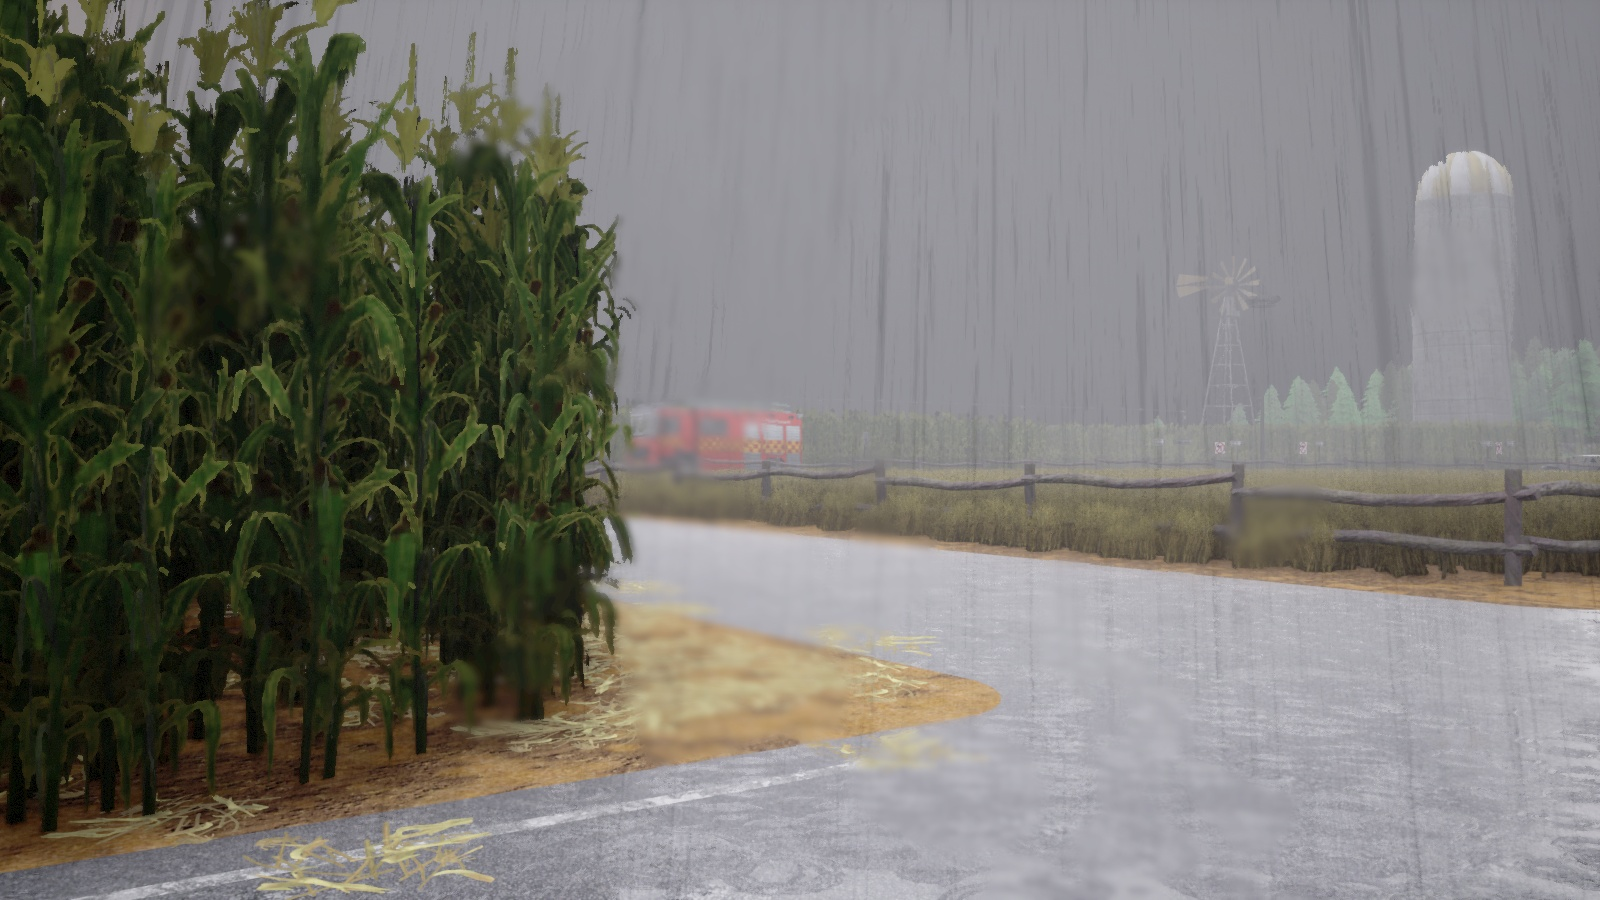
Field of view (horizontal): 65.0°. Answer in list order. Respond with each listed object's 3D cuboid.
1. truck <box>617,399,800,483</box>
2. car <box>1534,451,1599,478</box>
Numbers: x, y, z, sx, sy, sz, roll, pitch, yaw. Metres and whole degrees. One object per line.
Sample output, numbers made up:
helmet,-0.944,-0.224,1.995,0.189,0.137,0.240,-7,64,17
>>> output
truck,-4.331,-0.373,60.508,8.468,3.827,2.891,1,0,-34
car,43.136,0.789,69.589,1.970,1.475,3.806,0,0,-38
